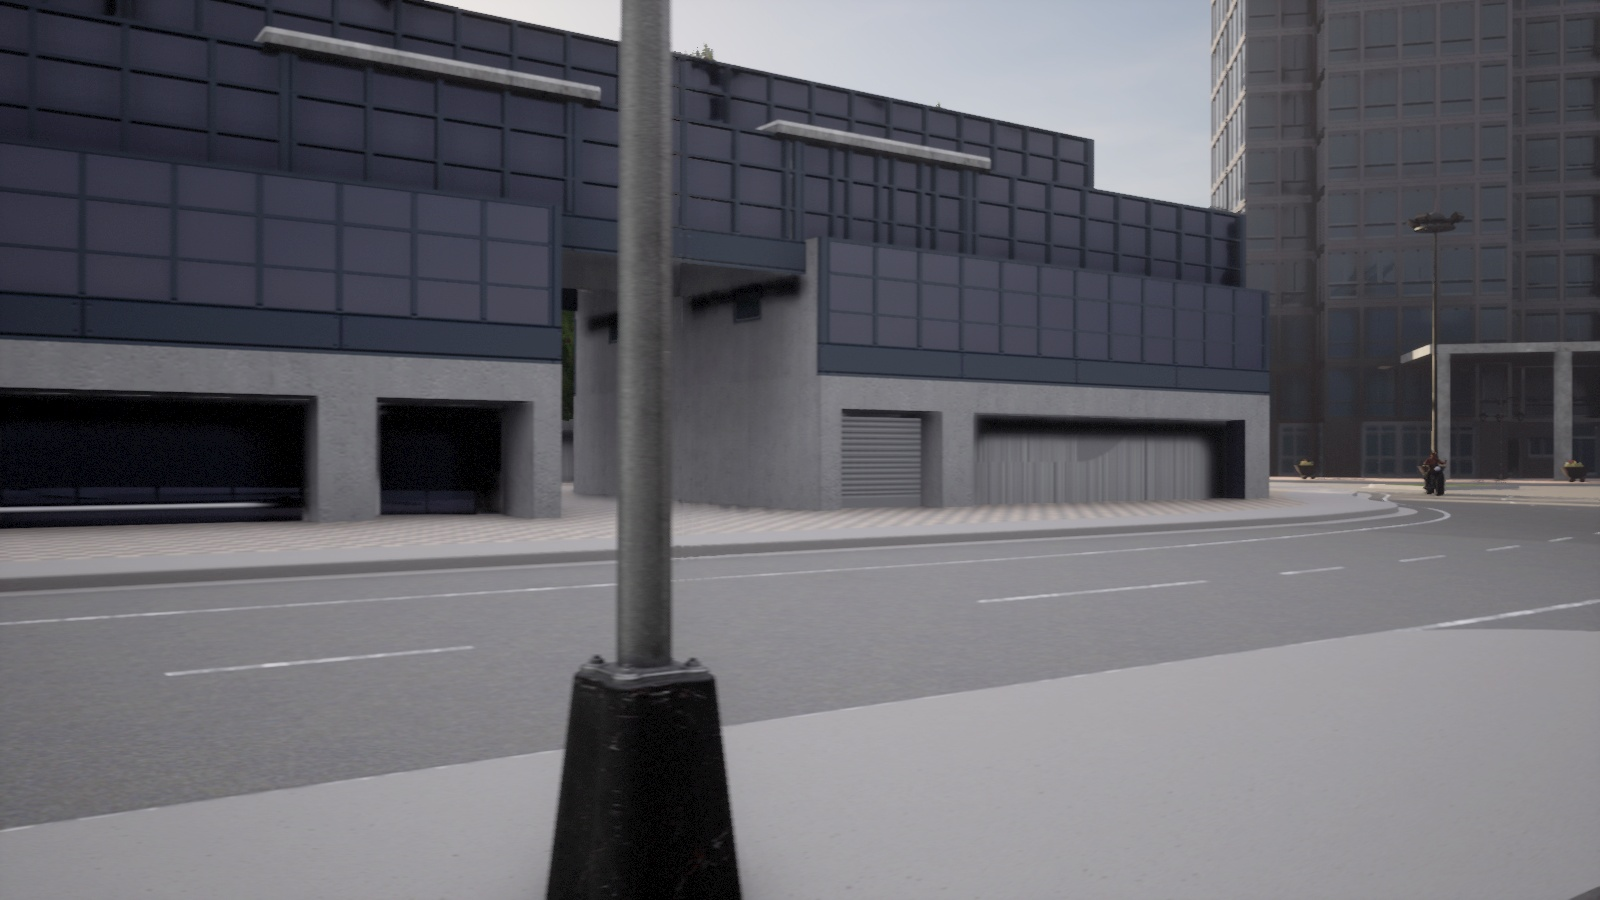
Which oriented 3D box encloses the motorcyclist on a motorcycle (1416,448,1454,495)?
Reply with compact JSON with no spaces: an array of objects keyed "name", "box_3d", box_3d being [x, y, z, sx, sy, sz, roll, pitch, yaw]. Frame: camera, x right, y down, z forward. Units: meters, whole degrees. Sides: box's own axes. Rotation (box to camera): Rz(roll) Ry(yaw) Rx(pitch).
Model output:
[{"name":"motorcyclist on a motorcycle","box_3d":[23.100,0.758,45.701,0.766,1.649,2.350,-1,0,16]}]
